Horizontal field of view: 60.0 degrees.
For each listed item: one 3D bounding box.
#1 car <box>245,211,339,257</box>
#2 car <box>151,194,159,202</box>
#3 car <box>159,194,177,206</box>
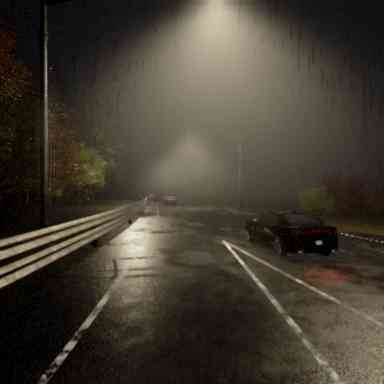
[{"bbox_3d":[3.613,1.465,13.045,1.882,1.535,5.008,0,0,-11],"label":"car"},{"bbox_3d":[-6.822,1.143,69.544,2.097,1.767,4.553,0,0,-10],"label":"car"},{"bbox_3d":[-3.478,1.360,51.432,2.128,1.511,4.902,0,0,-10],"label":"car"}]
